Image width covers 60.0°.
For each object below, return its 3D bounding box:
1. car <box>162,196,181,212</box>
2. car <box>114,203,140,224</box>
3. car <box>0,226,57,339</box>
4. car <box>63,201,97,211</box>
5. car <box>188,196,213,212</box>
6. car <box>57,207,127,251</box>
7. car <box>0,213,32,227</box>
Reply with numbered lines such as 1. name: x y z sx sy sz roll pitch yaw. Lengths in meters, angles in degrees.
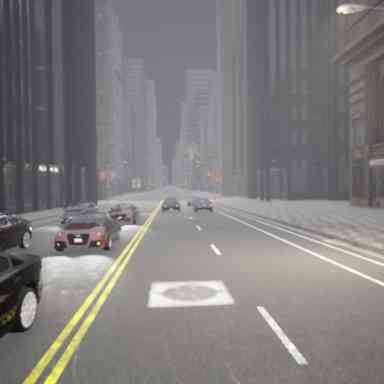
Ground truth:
1. car: -2.205 1.421 35.495 1.895 1.301 4.718 -1 0 -3
2. car: -4.840 1.495 23.843 1.994 1.385 4.181 -1 0 -4
3. car: -3.536 1.506 3.950 1.882 1.535 5.008 -1 0 -2
4. car: -8.132 1.475 24.407 1.837 1.490 4.892 -1 0 -4
5. car: 1.069 1.332 34.702 2.033 1.411 5.357 -1 0 -3
6. car: -4.184 1.545 13.944 1.994 1.385 4.181 -1 0 -3
7. car: -7.305 1.526 11.676 2.128 1.511 4.902 -1 0 -4
